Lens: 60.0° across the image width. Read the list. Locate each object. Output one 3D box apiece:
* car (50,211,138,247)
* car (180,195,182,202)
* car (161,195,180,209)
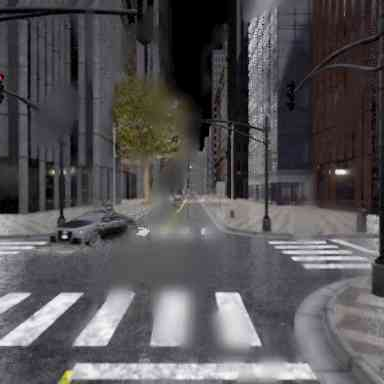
[{"bbox_3d":[-4.257,1.567,15.066,1.994,1.385,4.181,0,1,24],"label":"car"},{"bbox_3d":[-2.966,1.289,68.234,1.882,1.535,5.008,0,0,0],"label":"car"},{"bbox_3d":[-2.978,1.374,43.744,1.882,1.535,5.008,0,0,0],"label":"car"}]
